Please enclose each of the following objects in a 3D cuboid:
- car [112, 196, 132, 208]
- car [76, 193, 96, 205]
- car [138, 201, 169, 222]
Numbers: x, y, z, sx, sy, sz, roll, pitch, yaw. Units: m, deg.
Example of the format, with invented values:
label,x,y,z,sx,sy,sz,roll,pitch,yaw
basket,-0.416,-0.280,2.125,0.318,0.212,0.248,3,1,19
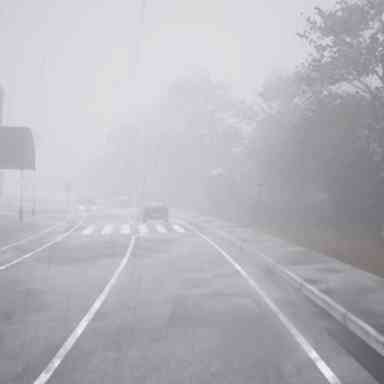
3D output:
label,x,y,z,sx,sy,sz,roll,pitch,yaw
car,-8.897,1.185,42.216,1.812,1.442,4.674,1,1,-24
car,-14.396,0.912,45.133,1.882,1.535,5.008,1,1,-28
car,-3.029,1.430,25.653,1.882,1.535,5.008,1,0,-14
